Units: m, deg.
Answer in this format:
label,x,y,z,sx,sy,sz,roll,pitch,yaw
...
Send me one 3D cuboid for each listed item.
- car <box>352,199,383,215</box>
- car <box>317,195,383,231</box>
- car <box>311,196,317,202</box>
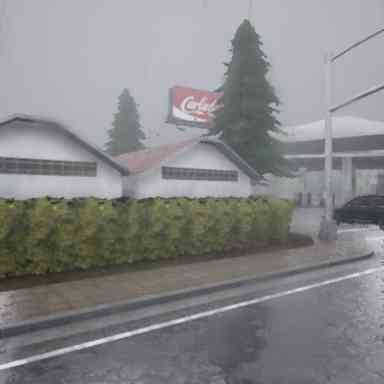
label,x,y,z,sx,sy,sz,roll,pitch,yaw
car,21.415,1.756,39.667,4.611,1.667,2.242,0,0,-36
car,10.754,1.207,20.059,2.150,2.045,5.566,-1,0,-29
car,32.552,1.865,89.145,2.152,1.636,5.027,0,0,-36
